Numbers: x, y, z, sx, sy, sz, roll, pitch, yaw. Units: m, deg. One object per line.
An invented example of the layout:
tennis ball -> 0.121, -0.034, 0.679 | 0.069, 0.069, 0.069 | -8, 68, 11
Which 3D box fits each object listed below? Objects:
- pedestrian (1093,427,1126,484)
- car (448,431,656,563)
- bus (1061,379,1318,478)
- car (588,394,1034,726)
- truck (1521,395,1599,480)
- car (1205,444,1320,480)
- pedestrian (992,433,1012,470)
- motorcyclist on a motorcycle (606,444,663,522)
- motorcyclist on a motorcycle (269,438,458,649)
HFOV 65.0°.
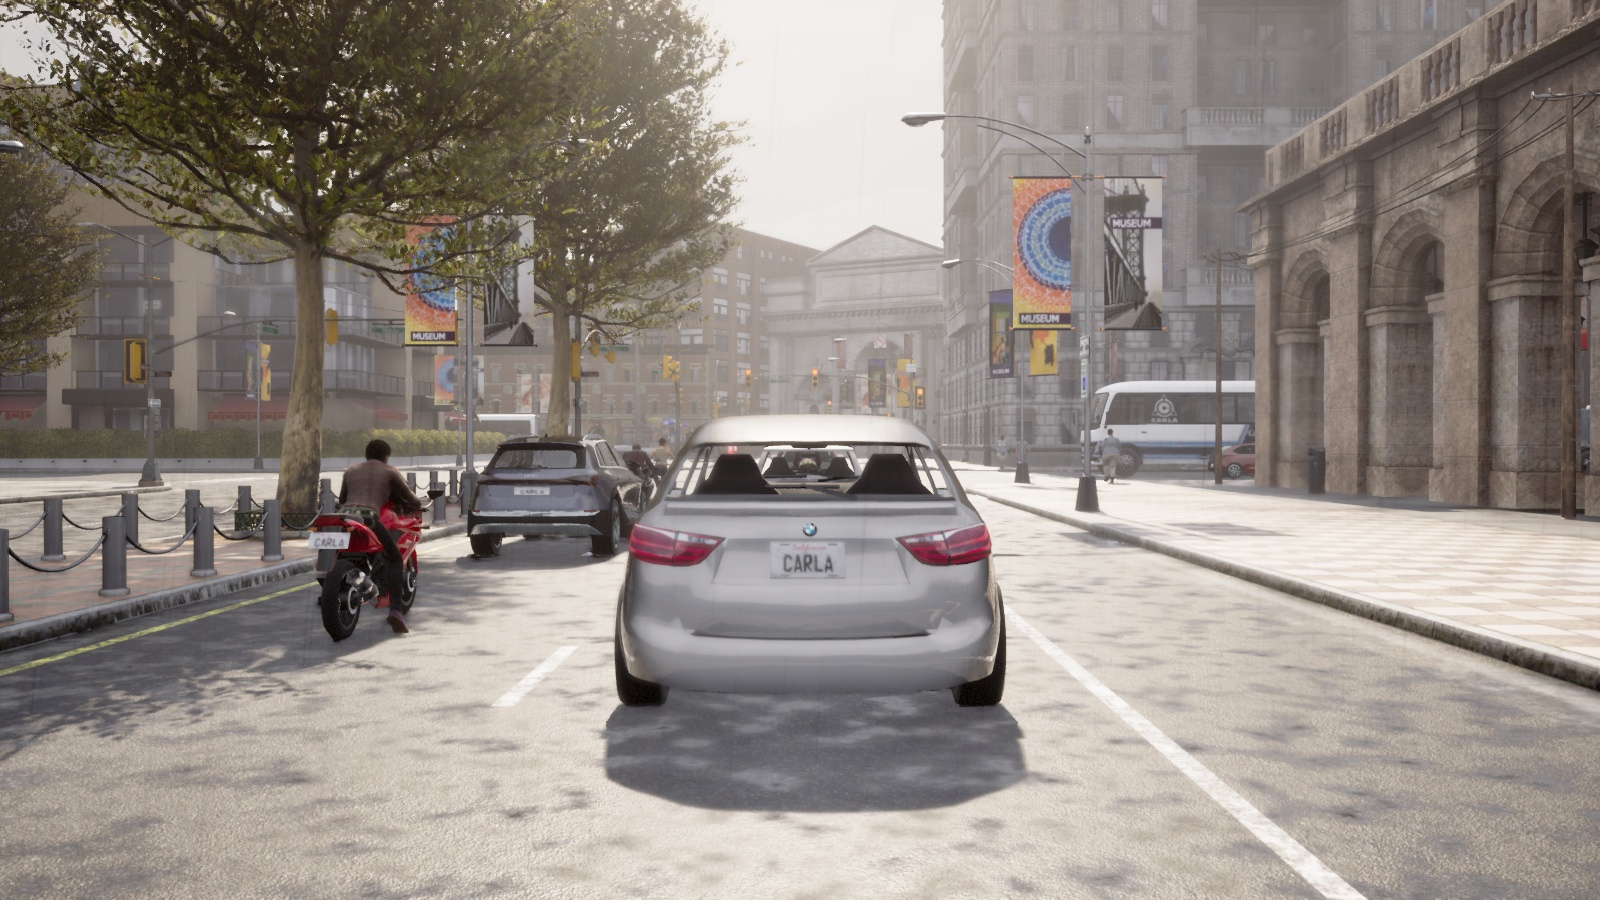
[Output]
pedestrian -> 10.215, 0.177, 41.507 | 0.874, 1.855, 0.900 | 0, 0, 0
car -> -3.385, 0.571, 18.159 | 2.033, 1.649, 4.856 | 0, 0, 0
bus -> 17.262, -0.934, 56.288 | 10.273, 4.253, 3.944 | 0, 0, 0
car -> 0.064, 0.542, 8.619 | 2.242, 1.667, 4.611 | 0, 0, 0
truck -> 35.082, -0.505, 52.729 | 7.936, 3.462, 2.891 | 0, 0, 1
car -> 19.398, 0.478, 52.795 | 4.193, 1.474, 1.816 | 0, 0, 0
pedestrian -> 10.289, 0.088, 63.957 | 0.874, 1.855, 0.900 | 0, 0, 2
motorcyclist on a motorcycle -> -3.343, 0.634, 25.621 | 0.866, 1.530, 2.191 | 0, 0, 0
motorcyclist on a motorcycle -> -3.429, 0.669, 10.094 | 0.797, 1.523, 2.044 | 0, 0, 0
